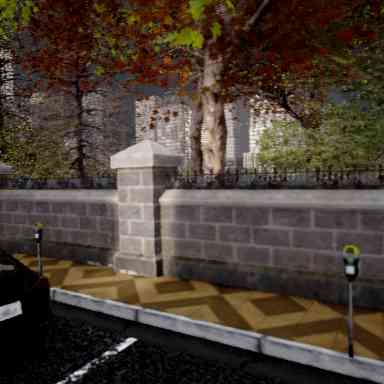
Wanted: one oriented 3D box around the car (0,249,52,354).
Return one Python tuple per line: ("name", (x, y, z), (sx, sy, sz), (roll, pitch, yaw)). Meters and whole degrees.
("car", (-3.948, 1.432, 4.938), (4.313, 1.339, 1.947), (0, 3, 30))
